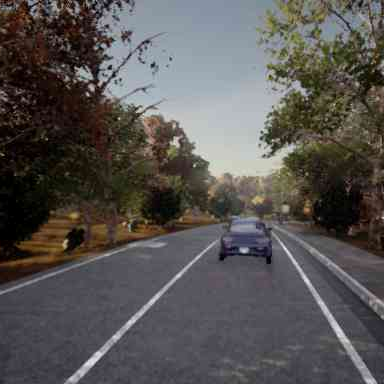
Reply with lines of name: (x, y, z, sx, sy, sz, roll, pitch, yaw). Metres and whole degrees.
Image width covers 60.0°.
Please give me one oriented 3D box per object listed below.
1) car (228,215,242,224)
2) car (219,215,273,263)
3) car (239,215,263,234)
car: (7.675, 4.855, 59.251, 1.812, 1.442, 4.674, 0, -4, 14)
car: (2.156, 1.798, 13.076, 1.812, 1.442, 4.674, 0, -2, 11)
car: (5.000, 2.681, 27.973, 1.812, 1.442, 4.674, 0, -4, 11)
